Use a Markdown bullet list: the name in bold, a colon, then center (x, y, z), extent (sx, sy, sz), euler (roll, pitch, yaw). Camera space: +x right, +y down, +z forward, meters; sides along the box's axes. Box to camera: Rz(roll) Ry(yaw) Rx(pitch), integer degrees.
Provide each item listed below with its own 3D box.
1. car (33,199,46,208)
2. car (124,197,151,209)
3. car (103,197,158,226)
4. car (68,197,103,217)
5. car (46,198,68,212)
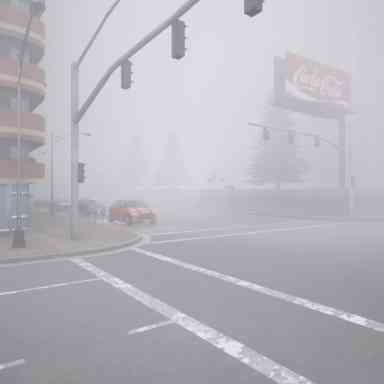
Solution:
- **car**: center (-21.261, 1.601, 47.367), extent (1.895, 1.301, 4.718), euler (0, 0, -35)
- **car**: center (-7.725, 1.504, 46.838), extent (1.837, 1.490, 4.892), euler (0, 0, -36)
- **car**: center (-4.315, 1.352, 23.899), extent (2.097, 1.767, 4.553), euler (0, 0, -36)
- **car**: center (-9.652, 1.491, 31.265), extent (2.128, 1.511, 4.902), euler (0, 0, -36)
- **car**: center (-15.323, 1.478, 39.107), extent (1.882, 1.535, 5.008), euler (0, 0, -36)
